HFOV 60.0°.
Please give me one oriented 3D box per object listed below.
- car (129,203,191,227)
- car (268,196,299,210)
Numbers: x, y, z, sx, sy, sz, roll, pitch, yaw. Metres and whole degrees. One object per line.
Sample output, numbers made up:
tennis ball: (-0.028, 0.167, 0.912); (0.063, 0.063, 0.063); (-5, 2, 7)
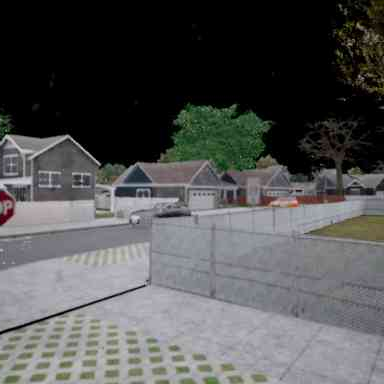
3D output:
car: (-2.037, 1.468, 21.985); (2.128, 1.511, 4.902); (0, 0, 36)
car: (10.773, 1.321, 39.027); (2.097, 1.767, 4.553); (0, 0, 41)
